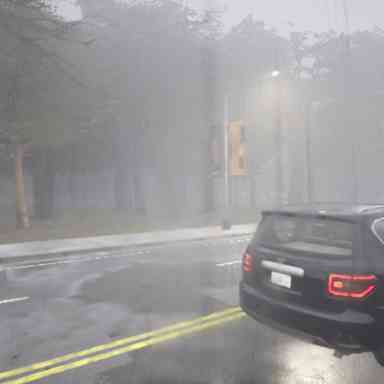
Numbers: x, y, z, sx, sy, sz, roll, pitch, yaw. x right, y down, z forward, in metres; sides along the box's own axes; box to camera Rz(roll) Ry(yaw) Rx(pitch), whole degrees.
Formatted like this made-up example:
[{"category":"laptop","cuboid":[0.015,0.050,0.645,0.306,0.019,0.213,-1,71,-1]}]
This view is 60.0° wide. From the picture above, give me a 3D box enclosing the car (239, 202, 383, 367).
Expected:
[{"category":"car","cuboid":[3.321,1.202,5.808,5.566,2.045,2.150,0,0,-35]}]
